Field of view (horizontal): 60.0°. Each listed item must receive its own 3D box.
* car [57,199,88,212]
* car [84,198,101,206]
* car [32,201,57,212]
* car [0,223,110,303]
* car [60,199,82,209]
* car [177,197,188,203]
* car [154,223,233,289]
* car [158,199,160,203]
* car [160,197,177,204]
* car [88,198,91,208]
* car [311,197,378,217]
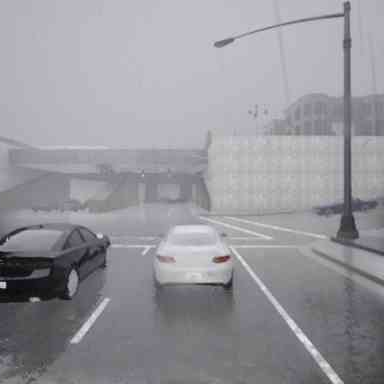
[{"bbox_3d":[-15.064,1.778,42.186,1.812,1.442,4.674,0,0,-2],"label":"car"},{"bbox_3d":[-19.181,1.861,64.141,1.882,1.535,5.008,0,-1,-1],"label":"car"},{"bbox_3d":[-18.585,1.804,42.755,2.033,1.411,5.357,0,0,-2],"label":"car"},{"bbox_3d":[-3.466,1.529,8.463,1.882,1.535,5.008,0,0,0],"label":"car"},{"bbox_3d":[-18.874,1.818,52.237,1.837,1.490,4.892,0,0,-2],"label":"car"},{"bbox_3d":[-2.717,2.049,83.493,1.994,1.385,4.181,0,0,27],"label":"car"},{"bbox_3d":[0.029,1.581,9.180,1.812,1.442,4.674,0,0,0],"label":"car"},{"bbox_3d":[-6.624,1.995,83.176,1.837,1.490,4.892,0,0,24],"label":"car"},{"bbox_3d":[-5.217,1.993,73.973,1.994,1.385,4.181,0,0,5],"label":"car"},{"bbox_3d":[-15.350,1.813,51.436,1.837,1.490,4.892,0,0,-2],"label":"car"},{"bbox_3d":[12.100,1.170,26.721,4.718,1.301,1.895,-6,0,-1],"label":"car"}]
